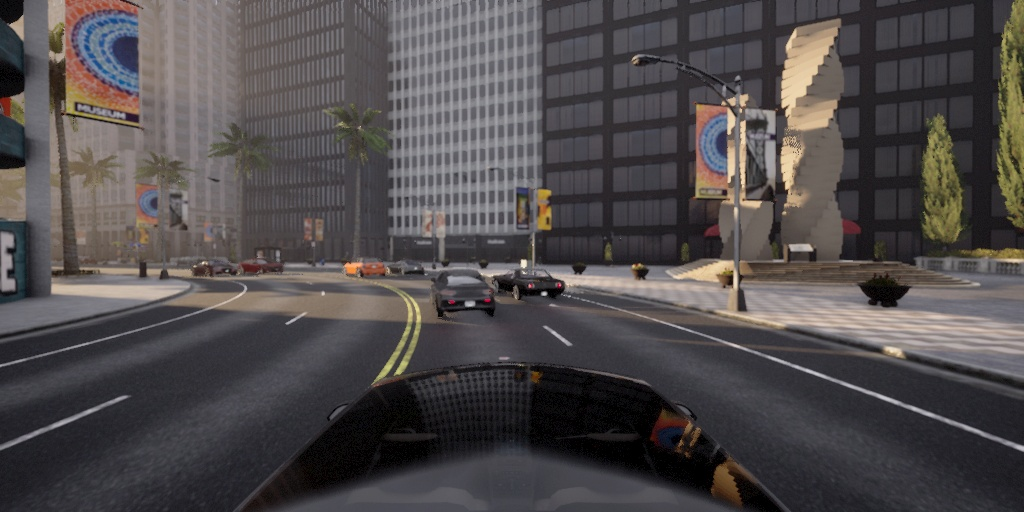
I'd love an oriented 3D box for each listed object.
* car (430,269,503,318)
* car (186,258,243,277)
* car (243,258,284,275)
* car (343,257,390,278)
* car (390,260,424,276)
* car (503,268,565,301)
[{"bbox_3d":[-1.813,1.181,12.528,1.812,1.442,4.674,0,1,-15],"label":"car"},{"bbox_3d":[-25.946,1.083,31.265,4.181,1.385,1.994,0,1,26],"label":"car"},{"bbox_3d":[-23.877,0.968,34.122,5.008,1.535,1.882,0,0,26],"label":"car"},{"bbox_3d":[-12.602,0.861,30.413,2.097,1.767,4.553,-1,1,-44],"label":"car"},{"bbox_3d":[-9.744,1.051,32.495,1.994,1.385,4.181,0,1,-44],"label":"car"},{"bbox_3d":[0.557,1.216,16.656,1.895,1.301,4.718,0,1,-20],"label":"car"}]
